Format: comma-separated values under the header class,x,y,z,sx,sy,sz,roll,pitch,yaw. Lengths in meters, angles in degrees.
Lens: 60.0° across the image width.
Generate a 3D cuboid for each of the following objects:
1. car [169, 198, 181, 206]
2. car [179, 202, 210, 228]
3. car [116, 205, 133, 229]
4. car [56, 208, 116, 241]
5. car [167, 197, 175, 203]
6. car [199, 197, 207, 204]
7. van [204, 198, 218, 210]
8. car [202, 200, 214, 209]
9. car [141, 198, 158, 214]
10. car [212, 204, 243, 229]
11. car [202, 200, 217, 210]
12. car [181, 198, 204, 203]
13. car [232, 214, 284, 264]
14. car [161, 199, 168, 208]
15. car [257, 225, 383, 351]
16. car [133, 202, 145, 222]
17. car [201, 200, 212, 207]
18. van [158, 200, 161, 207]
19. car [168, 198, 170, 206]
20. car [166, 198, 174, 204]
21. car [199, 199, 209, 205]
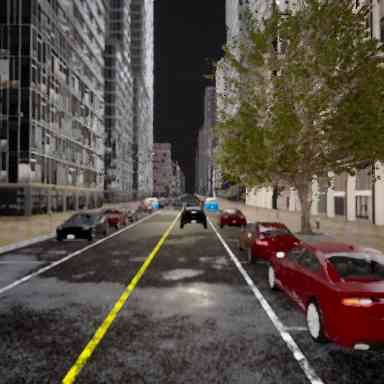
class,x,y,z,sx,sy,sz,roll,pitch,yaw
car,-2.983,2.157,67.895,2.033,1.411,5.357,0,0,0
car,0.108,1.746,24.335,1.837,1.490,4.892,0,-1,0
car,-5.675,1.778,23.439,1.887,1.381,4.507,1,-1,0
car,-5.677,1.745,17.765,1.947,1.339,4.313,1,-1,0
car,-5.653,2.244,90.594,1.967,1.590,4.097,1,0,0
car,2.725,2.202,84.988,1.967,1.590,4.097,1,0,0
van,2.714,1.780,46.114,1.690,1.788,3.998,1,0,0
car,2.715,2.120,57.460,1.802,1.307,4.206,1,0,0
car,-5.669,1.830,40.467,1.967,1.590,4.097,1,-1,0
car,2.705,1.778,23.414,1.887,1.381,4.507,1,-1,0
car,2.714,2.040,51.786,2.008,1.369,4.403,1,0,0
car,0.112,1.746,41.095,2.097,1.767,4.553,0,-1,0
car,2.702,1.705,12.065,1.802,1.307,4.206,1,-1,0
car,-5.665,2.104,57.491,1.947,1.339,4.313,1,0,0
car,2.700,1.611,6.393,1.887,1.381,4.507,1,-1,0
car,-5.674,1.837,29.117,2.008,1.369,4.403,1,-1,0
car,2.717,2.152,63.133,1.947,1.339,4.313,1,0,0
van,-5.666,1.781,46.143,1.690,1.788,3.998,1,0,0
car,-5.662,2.178,68.841,1.887,1.381,4.507,1,0,0
car,-5.657,2.344,85.020,1.802,1.307,4.206,1,0,0
car,2.720,2.225,73.832,2.008,1.369,4.403,1,0,0
